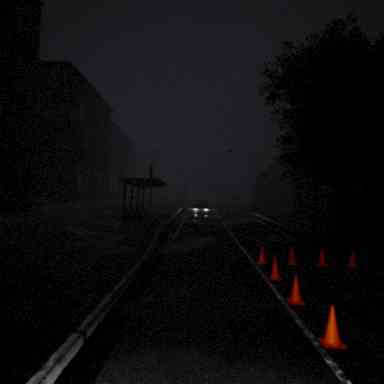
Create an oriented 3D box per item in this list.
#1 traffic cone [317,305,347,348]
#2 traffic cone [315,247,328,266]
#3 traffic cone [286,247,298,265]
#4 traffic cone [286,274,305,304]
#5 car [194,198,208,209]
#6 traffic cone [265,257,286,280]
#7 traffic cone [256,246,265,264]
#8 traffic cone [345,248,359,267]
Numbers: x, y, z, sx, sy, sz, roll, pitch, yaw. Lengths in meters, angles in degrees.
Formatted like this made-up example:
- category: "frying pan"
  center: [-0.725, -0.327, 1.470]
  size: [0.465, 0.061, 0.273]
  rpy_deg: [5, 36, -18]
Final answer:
- category: "traffic cone"
  center: [2.178, 2.054, 5.166]
  size: [0.340, 0.580, 0.340]
  rpy_deg: [1, 0, 2]
- category: "traffic cone"
  center: [4.342, 2.147, 11.108]
  size: [0.340, 0.580, 0.340]
  rpy_deg: [1, 0, 2]
- category: "traffic cone"
  center: [3.343, 2.123, 11.136]
  size: [0.340, 0.580, 0.340]
  rpy_deg: [1, 0, 2]
- category: "traffic cone"
  center: [2.233, 2.073, 7.165]
  size: [0.340, 0.580, 0.340]
  rpy_deg: [1, 0, 2]
- category: "car"
  center: [1.284, 1.616, 47.884]
  size: [1.812, 1.442, 4.674]
  rpy_deg: [1, 0, 1]
- category: "traffic cone"
  center: [2.289, 2.086, 9.165]
  size: [0.340, 0.580, 0.340]
  rpy_deg: [1, 0, 2]
- category: "traffic cone"
  center: [2.344, 2.099, 11.164]
  size: [0.340, 0.580, 0.340]
  rpy_deg: [1, 0, 2]
- category: "traffic cone"
  center: [5.348, 2.176, 11.080]
  size: [0.340, 0.580, 0.340]
  rpy_deg: [3, 0, 2]
